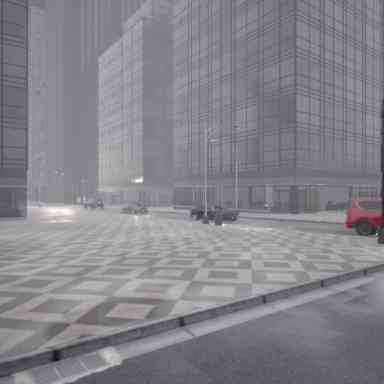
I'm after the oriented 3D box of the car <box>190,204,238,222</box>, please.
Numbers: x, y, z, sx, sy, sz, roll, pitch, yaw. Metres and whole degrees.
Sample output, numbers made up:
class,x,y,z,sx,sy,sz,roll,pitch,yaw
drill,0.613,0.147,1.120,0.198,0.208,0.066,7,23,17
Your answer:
class,x,y,z,sx,sy,sz,roll,pitch,yaw
car,1.809,1.799,28.715,1.882,1.535,5.008,0,-1,-36

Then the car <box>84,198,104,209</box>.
class,x,y,z,sx,sy,sz,roll,pitch,yaw
car,-18.271,2.148,61.882,2.150,2.045,5.566,0,-1,-37

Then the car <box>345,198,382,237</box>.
class,x,y,z,sx,sy,sz,roll,pitch,yaw
car,10.877,1.306,17.111,5.566,2.045,2.150,-2,-1,45

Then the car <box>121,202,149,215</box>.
class,x,y,z,sx,sy,sz,roll,pitch,yaw
car,-7.158,2.063,41.113,1.837,1.490,4.892,0,-1,-36
